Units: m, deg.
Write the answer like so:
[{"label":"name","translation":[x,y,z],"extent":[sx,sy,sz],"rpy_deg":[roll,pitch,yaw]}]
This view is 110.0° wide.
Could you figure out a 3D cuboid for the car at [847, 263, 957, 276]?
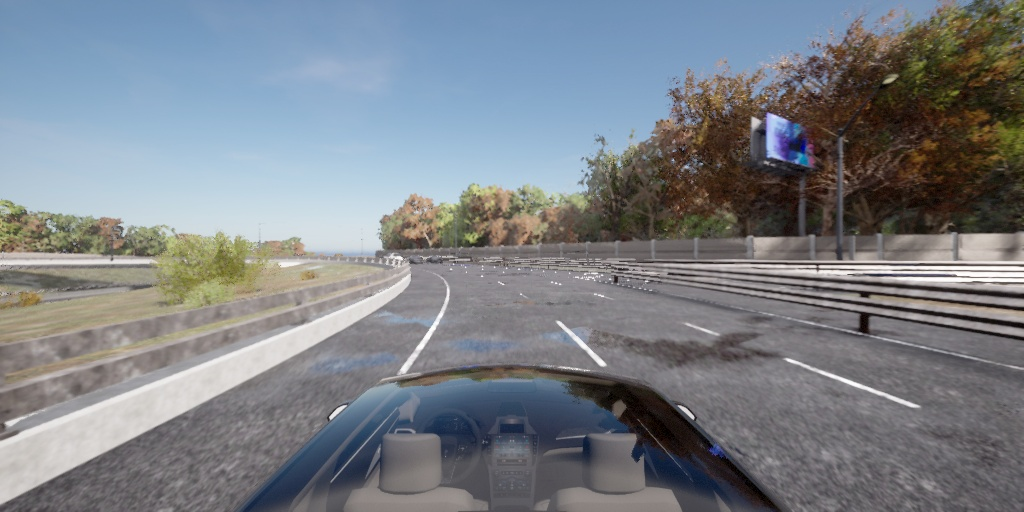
[{"label":"car","translation":[20.901,1.055,19.443],"extent":[4.181,1.385,1.994],"rpy_deg":[0,1,26]}]
